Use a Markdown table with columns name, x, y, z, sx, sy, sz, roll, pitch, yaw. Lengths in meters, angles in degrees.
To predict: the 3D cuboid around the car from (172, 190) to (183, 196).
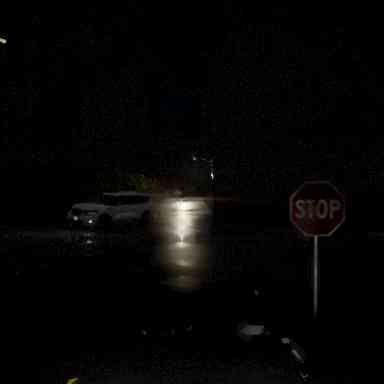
| name | x | y | z | sx | sy | sz | roll | pitch | yaw |
| --- | --- | --- | --- | --- | --- | --- | --- | --- | --- |
| car | -2.769 | 0.224 | 65.170 | 1.882 | 1.535 | 5.008 | 0 | 1 | 0 |

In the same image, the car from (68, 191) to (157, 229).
| name | x | y | z | sx | sy | sz | roll | pitch | yaw |
| --- | --- | --- | --- | --- | --- | --- | --- | --- | --- |
| car | -4.473 | 1.026 | 19.713 | 2.150 | 2.045 | 5.566 | 5 | 3 | 36 |
